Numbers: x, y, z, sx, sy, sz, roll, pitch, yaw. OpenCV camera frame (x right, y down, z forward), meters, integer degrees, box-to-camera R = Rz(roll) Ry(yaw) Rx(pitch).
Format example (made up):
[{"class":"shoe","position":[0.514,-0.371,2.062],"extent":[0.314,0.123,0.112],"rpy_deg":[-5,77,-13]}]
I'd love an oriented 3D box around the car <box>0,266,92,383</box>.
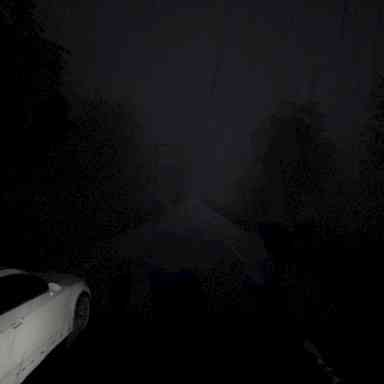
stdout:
[{"class":"car","position":[-2.692,1.556,3.819],"extent":[1.812,1.442,4.674],"rpy_deg":[0,0,2]}]
